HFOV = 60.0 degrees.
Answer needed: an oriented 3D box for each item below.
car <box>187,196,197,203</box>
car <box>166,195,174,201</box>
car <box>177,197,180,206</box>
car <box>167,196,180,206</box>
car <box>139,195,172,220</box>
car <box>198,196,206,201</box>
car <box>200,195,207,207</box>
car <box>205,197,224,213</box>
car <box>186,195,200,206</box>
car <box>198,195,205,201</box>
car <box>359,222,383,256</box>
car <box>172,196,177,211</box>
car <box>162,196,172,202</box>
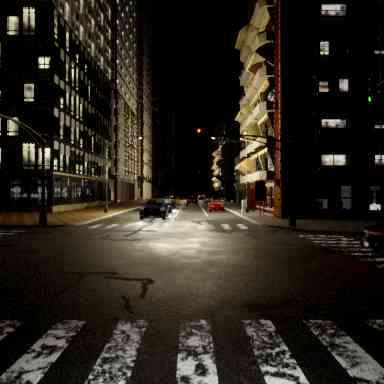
[{"bbox_3d":[-0.022,1.596,70.326,1.994,1.385,4.181,0,0,0],"label":"car"},{"bbox_3d":[-5.828,1.597,89.708,1.887,1.381,4.507,0,0,0],"label":"car"},{"bbox_3d":[-3.146,1.616,46.478,1.895,1.301,4.718,0,0,0],"label":"car"},{"bbox_3d":[-3.088,1.500,56.751,1.882,1.535,5.008,0,0,0],"label":"car"},{"bbox_3d":[-3.138,1.357,28.173,2.097,1.767,4.553,0,0,0],"label":"car"},{"bbox_3d":[2.561,1.628,84.073,1.802,1.307,4.206,0,0,0],"label":"car"},{"bbox_3d":[2.614,1.568,50.181,2.008,1.369,4.403,0,0,0],"label":"car"},{"bbox_3d":[2.685,1.592,37.264,1.802,1.307,4.206,0,0,0],"label":"car"},{"bbox_3d":[0.014,1.524,55.854,1.837,1.490,4.892,0,-1,0],"label":"car"},{"bbox_3d":[2.552,1.493,89.721,1.967,1.590,4.097,0,0,0],"label":"car"},{"bbox_3d":[8.544,1.673,11.733,4.902,1.511,2.128,1,0,-1],"label":"car"},{"bbox_3d":[-3.152,1.501,37.221,2.128,1.511,4.902,0,0,0],"label":"car"},{"bbox_3d":[-5.810,1.591,78.411,2.008,1.369,4.403,0,0,0],"label":"car"}]
